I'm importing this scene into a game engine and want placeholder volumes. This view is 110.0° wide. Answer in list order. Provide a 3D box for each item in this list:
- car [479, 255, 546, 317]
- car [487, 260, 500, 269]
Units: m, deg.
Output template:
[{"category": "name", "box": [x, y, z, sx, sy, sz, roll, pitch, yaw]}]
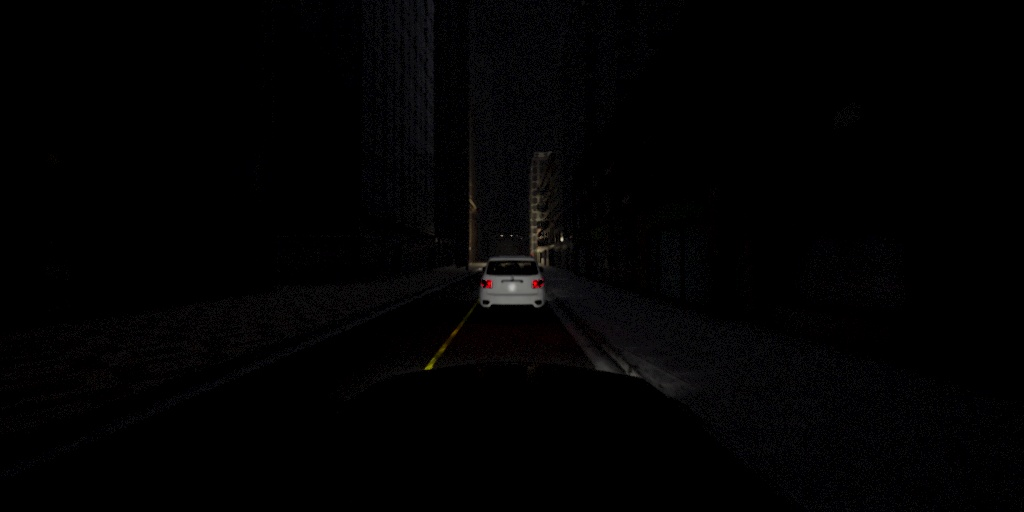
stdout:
[{"category": "car", "box": [0.029, 0.999, 13.470, 2.150, 2.045, 5.566, 0, 0, 0]}, {"category": "car", "box": [-3.043, 1.427, 60.278, 1.994, 1.385, 4.181, 0, 0, 1]}]
